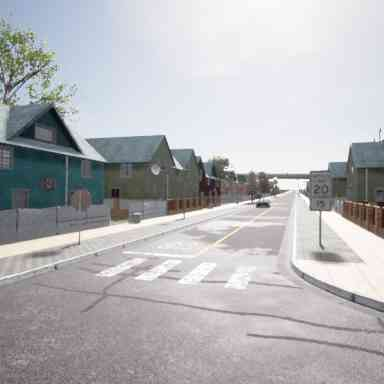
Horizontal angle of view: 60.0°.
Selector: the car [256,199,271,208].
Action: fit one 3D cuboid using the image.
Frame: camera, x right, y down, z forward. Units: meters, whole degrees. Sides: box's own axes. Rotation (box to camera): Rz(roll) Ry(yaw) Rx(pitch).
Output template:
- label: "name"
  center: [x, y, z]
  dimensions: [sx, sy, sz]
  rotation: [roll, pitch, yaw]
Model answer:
- label: "car"
  center: [10.796, 1.651, 50.232]
  dimensions: [1.895, 1.301, 4.718]
  rotation: [0, 0, 17]
